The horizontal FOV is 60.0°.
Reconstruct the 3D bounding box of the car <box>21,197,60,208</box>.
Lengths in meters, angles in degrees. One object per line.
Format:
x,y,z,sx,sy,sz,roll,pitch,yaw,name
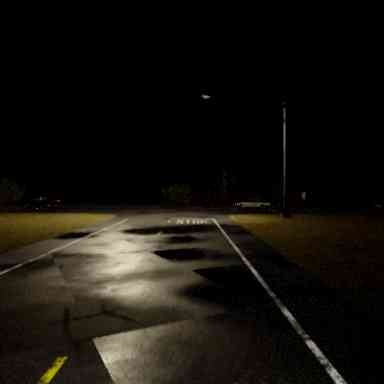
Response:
-20.011,1.374,44.003,4.902,1.511,2.128,0,0,-2,car

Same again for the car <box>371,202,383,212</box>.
23.603,1.613,38.191,5.357,1.411,2.033,0,0,-2,car

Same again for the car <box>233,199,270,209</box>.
7.964,1.608,44.747,4.718,1.301,1.895,0,0,-2,car
